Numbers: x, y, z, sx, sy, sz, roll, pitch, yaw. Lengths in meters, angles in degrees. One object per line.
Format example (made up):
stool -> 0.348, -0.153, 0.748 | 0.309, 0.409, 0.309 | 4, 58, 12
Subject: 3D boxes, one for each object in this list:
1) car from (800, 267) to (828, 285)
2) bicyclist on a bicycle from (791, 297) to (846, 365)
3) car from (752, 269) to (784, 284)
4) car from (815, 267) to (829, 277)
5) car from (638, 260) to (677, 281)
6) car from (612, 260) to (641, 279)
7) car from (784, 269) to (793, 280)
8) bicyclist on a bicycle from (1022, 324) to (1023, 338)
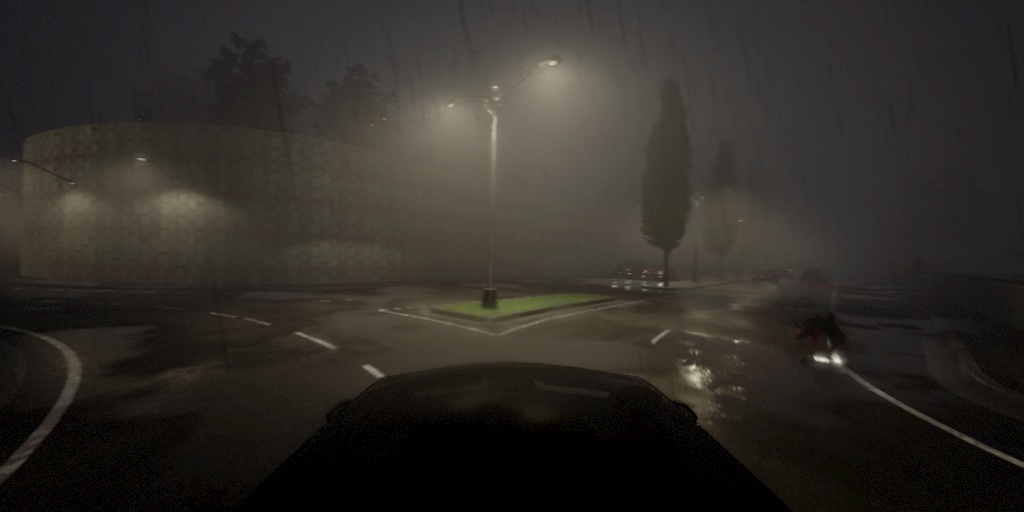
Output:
car -> 31.294, 2.190, 37.212 | 1.812, 1.442, 4.674 | 1, -1, 42
bicyclist on a bicycle -> 6.308, 1.656, 7.405 | 1.620, 1.656, 0.582 | 2, -1, -23
car -> 25.881, 2.081, 36.525 | 2.033, 1.411, 5.357 | 1, 0, 43
car -> 38.430, 2.221, 45.138 | 2.097, 1.767, 4.553 | 1, -1, 43
car -> 15.167, 1.636, 36.773 | 2.097, 1.767, 4.553 | 1, 0, 43
car -> 13.272, 1.481, 39.877 | 2.150, 2.045, 5.566 | 1, -1, 43
car -> 35.910, 2.389, 47.571 | 1.994, 1.385, 4.181 | 1, 0, 43
bicyclist on a bicycle -> 6.859, 1.329, 4.436 | 1.656, 1.620, 0.582 | -7, -3, -33
